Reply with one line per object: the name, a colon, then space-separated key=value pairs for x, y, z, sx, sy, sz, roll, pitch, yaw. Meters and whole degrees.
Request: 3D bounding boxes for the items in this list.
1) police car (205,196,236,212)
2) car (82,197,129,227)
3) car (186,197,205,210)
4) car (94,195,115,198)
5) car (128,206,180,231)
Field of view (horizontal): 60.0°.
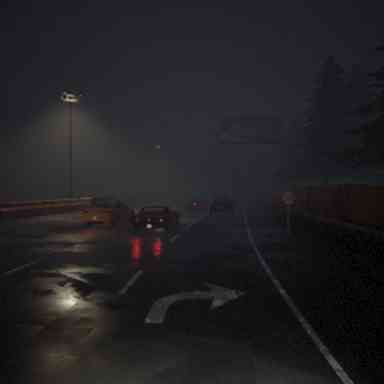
police car: x=2.478 y=0.945 z=26.702 sx=1.930 sy=1.638 sz=5.238 roll=0 pitch=0 yaw=8
car: x=-5.194 y=1.303 z=21.231 sx=1.882 sy=1.535 sz=5.008 roll=0 pitch=0 yaw=7
car: x=0.560 y=1.279 z=37.560 sx=1.994 sy=1.385 sz=4.181 roll=0 pitch=0 yaw=8
car: x=-7.560 y=1.106 z=29.903 sx=2.097 sy=1.767 sz=4.553 roll=0 pitch=0 yaw=8
car: x=-1.926 y=1.449 z=19.324 sx=1.895 sy=1.301 sz=4.718 roll=0 pitch=0 yaw=7
